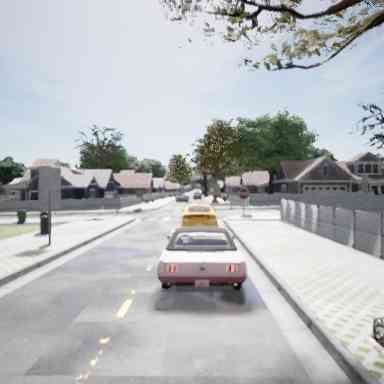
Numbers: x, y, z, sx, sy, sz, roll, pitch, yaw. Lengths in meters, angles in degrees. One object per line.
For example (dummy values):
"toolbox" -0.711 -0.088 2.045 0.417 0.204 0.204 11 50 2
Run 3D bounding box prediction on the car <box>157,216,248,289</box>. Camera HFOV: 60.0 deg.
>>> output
"car" 0.243 1.567 8.994 1.895 1.301 4.718 0 0 1

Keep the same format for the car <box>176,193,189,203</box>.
"car" -1.810 1.010 60.197 2.097 1.767 4.553 0 0 2

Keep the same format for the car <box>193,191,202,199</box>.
"car" 1.247 1.085 75.575 2.128 1.511 4.902 0 0 1

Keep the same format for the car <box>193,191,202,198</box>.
"car" 1.421 0.697 85.962 2.097 1.767 4.553 0 0 1

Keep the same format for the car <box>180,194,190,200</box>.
"car" -1.509 1.107 75.312 2.033 1.411 5.357 0 0 1

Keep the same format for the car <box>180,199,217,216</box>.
"car" 0.394 1.397 18.642 1.882 1.535 5.008 0 0 1
